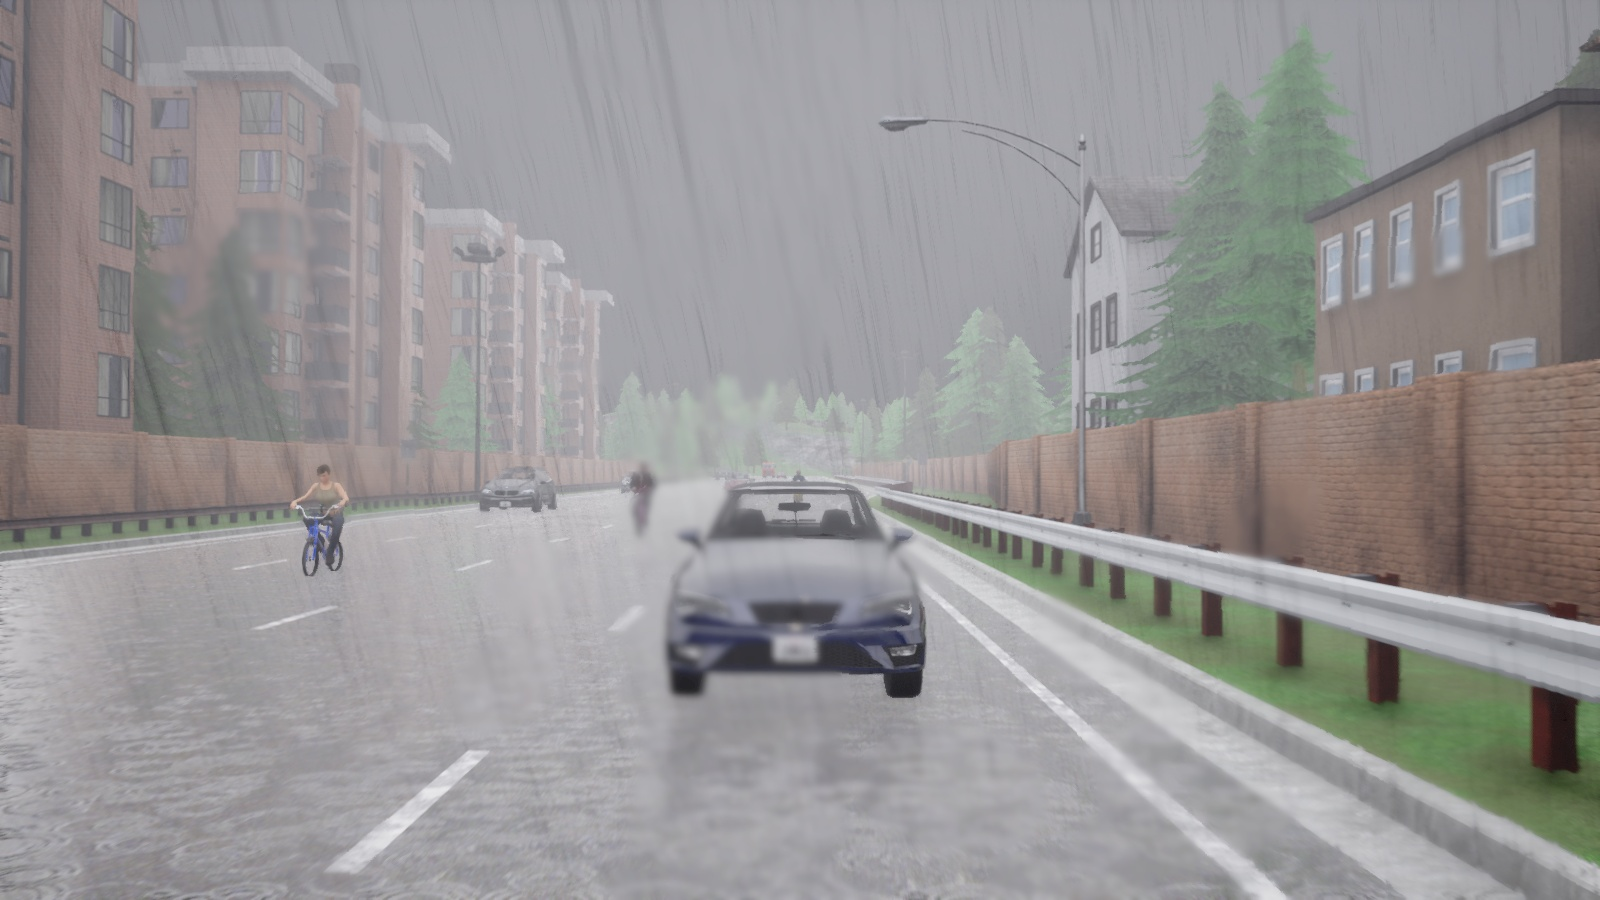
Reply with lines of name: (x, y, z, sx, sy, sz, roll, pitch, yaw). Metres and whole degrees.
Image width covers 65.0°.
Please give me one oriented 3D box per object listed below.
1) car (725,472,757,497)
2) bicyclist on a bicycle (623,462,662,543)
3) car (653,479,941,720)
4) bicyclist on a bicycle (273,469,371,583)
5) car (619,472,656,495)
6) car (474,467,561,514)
car: (-3.690, 2.160, 78.632, 1.845, 1.501, 3.633, 0, -1, 0)
bicyclist on a bicycle: (-3.589, 1.180, 28.680, 0.659, 1.776, 1.843, -1, -1, -1)
car: (-0.024, 0.997, 10.047, 1.816, 1.474, 4.193, 0, -1, 0)
bicyclist on a bicycle: (-7.041, 1.090, 18.568, 0.866, 1.612, 1.509, 0, -1, 0)
car: (-10.701, 2.214, 83.121, 1.970, 1.475, 3.806, 0, -1, 0)
car: (-10.616, 1.497, 47.516, 2.242, 1.667, 4.611, 0, -1, 0)
